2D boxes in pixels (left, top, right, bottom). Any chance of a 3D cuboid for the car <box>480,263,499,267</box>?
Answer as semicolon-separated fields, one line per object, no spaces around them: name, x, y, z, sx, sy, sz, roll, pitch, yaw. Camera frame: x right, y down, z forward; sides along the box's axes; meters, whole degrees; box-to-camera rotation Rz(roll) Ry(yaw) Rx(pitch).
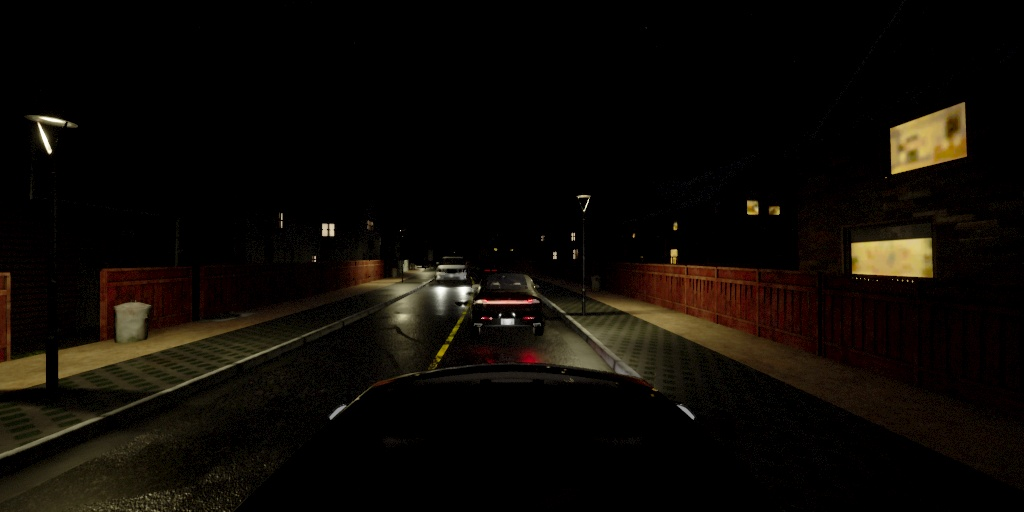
car;-1.951;1.327;30.565;1.837;1.490;4.892;0;0;-7

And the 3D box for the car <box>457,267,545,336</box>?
car;-0.173;1.249;10.382;2.128;1.511;4.902;0;0;-2

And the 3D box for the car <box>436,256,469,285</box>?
car;-4.496;1.020;27.396;2.150;2.045;5.566;0;0;-7
